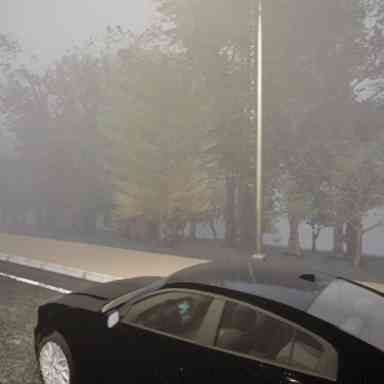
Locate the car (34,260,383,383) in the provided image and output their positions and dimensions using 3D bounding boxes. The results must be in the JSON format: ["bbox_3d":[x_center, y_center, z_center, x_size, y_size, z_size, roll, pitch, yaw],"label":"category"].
[{"bbox_3d":[0.352,1.485,3.418,5.008,1.535,1.882,0,0,36],"label":"car"}]
